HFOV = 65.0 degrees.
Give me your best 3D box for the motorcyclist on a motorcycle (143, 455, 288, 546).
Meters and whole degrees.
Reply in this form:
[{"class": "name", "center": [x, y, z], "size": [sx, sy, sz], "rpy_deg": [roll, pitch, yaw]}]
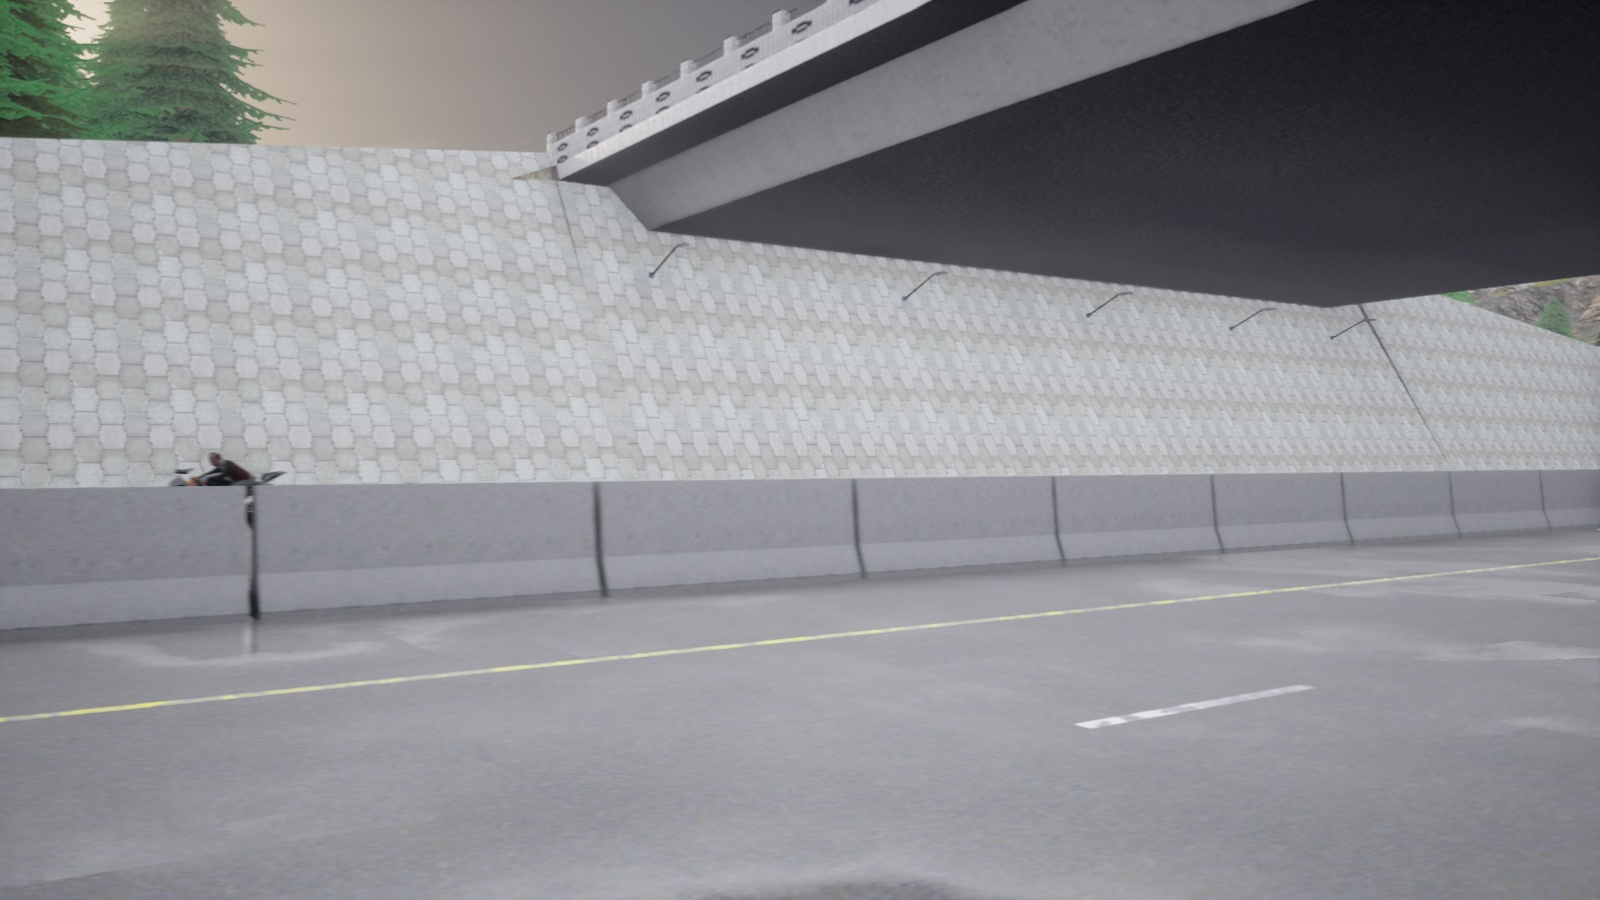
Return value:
[{"class": "motorcyclist on a motorcycle", "center": [-10.272, 0.856, 22.095], "size": [2.191, 1.530, 0.866], "rpy_deg": [0, 0, -35]}]
